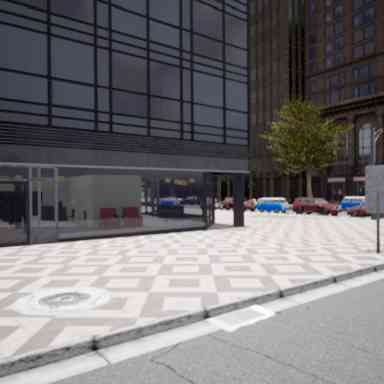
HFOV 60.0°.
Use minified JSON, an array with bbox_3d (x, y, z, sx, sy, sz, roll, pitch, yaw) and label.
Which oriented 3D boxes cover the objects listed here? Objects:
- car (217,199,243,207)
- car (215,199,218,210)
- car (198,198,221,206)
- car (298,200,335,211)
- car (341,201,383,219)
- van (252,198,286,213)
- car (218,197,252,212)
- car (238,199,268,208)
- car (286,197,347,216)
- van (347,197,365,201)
[{"bbox_3d":[6.551,1.875,57.910,1.887,1.381,4.507,-1,0,-35],"label":"car"},{"bbox_3d":[2.898,1.916,48.336,2.008,1.369,4.403,-1,0,-35],"label":"car"},{"bbox_3d":[3.260,1.931,62.538,2.008,1.369,4.403,-1,0,-35],"label":"car"},{"bbox_3d":[16.424,1.739,44.025,1.947,1.339,4.313,-1,0,-35],"label":"car"},{"bbox_3d":[16.064,1.729,29.820,1.802,1.307,4.206,-1,0,-35],"label":"car"},{"bbox_3d":[9.476,1.601,39.077,1.690,1.788,3.998,-1,0,-35],"label":"van"},{"bbox_3d":[6.185,1.629,43.706,2.192,1.841,5.009,-1,0,-35],"label":"car"},{"bbox_3d":[9.743,1.806,53.420,1.752,1.417,4.829,-1,0,-35],"label":"car"},{"bbox_3d":[12.767,1.519,34.448,2.192,1.841,5.009,-1,0,-35],"label":"car"},{"bbox_3d":[19.710,1.458,39.396,1.690,1.788,3.998,-1,0,-35],"label":"van"}]
